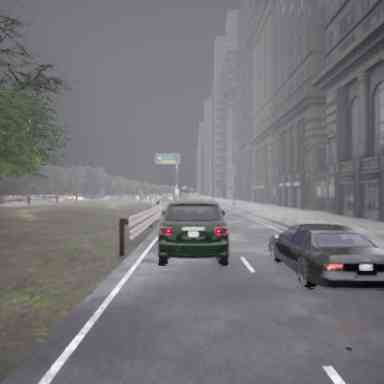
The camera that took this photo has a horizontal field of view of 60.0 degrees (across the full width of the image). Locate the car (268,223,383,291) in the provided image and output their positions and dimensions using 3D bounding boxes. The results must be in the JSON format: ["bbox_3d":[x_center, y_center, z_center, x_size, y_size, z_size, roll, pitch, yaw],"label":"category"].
[{"bbox_3d":[3.535,1.578,9.232,2.033,1.411,5.357,0,0,1],"label":"car"}]

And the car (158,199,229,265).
[{"bbox_3d":[0.051,1.262,11.920,2.150,2.045,5.566,0,0,0],"label":"car"}]
